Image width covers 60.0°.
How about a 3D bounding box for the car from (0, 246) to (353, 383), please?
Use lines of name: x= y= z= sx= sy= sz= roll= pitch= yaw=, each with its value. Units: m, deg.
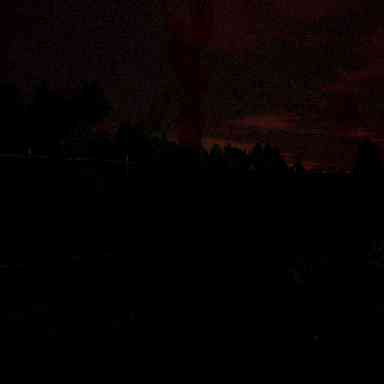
car: x=0.123 y=1.547 z=4.694 sx=5.357 sy=1.411 sz=2.033 roll=0 pitch=0 yaw=-35
